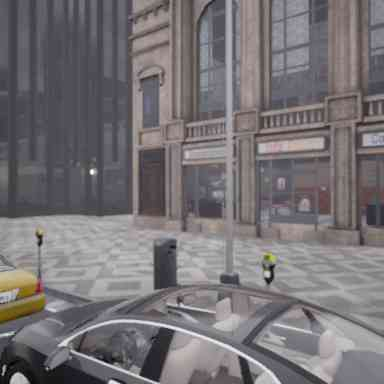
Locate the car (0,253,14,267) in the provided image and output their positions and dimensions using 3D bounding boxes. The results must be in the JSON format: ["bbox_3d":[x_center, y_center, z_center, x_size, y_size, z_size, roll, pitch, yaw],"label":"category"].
[{"bbox_3d":[-4.728,1.568,6.346,4.829,1.417,1.752,0,0,36],"label":"car"}]

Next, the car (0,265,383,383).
[{"bbox_3d":[-0.035,1.560,2.986,4.403,1.369,2.008,0,0,36],"label":"car"}]
